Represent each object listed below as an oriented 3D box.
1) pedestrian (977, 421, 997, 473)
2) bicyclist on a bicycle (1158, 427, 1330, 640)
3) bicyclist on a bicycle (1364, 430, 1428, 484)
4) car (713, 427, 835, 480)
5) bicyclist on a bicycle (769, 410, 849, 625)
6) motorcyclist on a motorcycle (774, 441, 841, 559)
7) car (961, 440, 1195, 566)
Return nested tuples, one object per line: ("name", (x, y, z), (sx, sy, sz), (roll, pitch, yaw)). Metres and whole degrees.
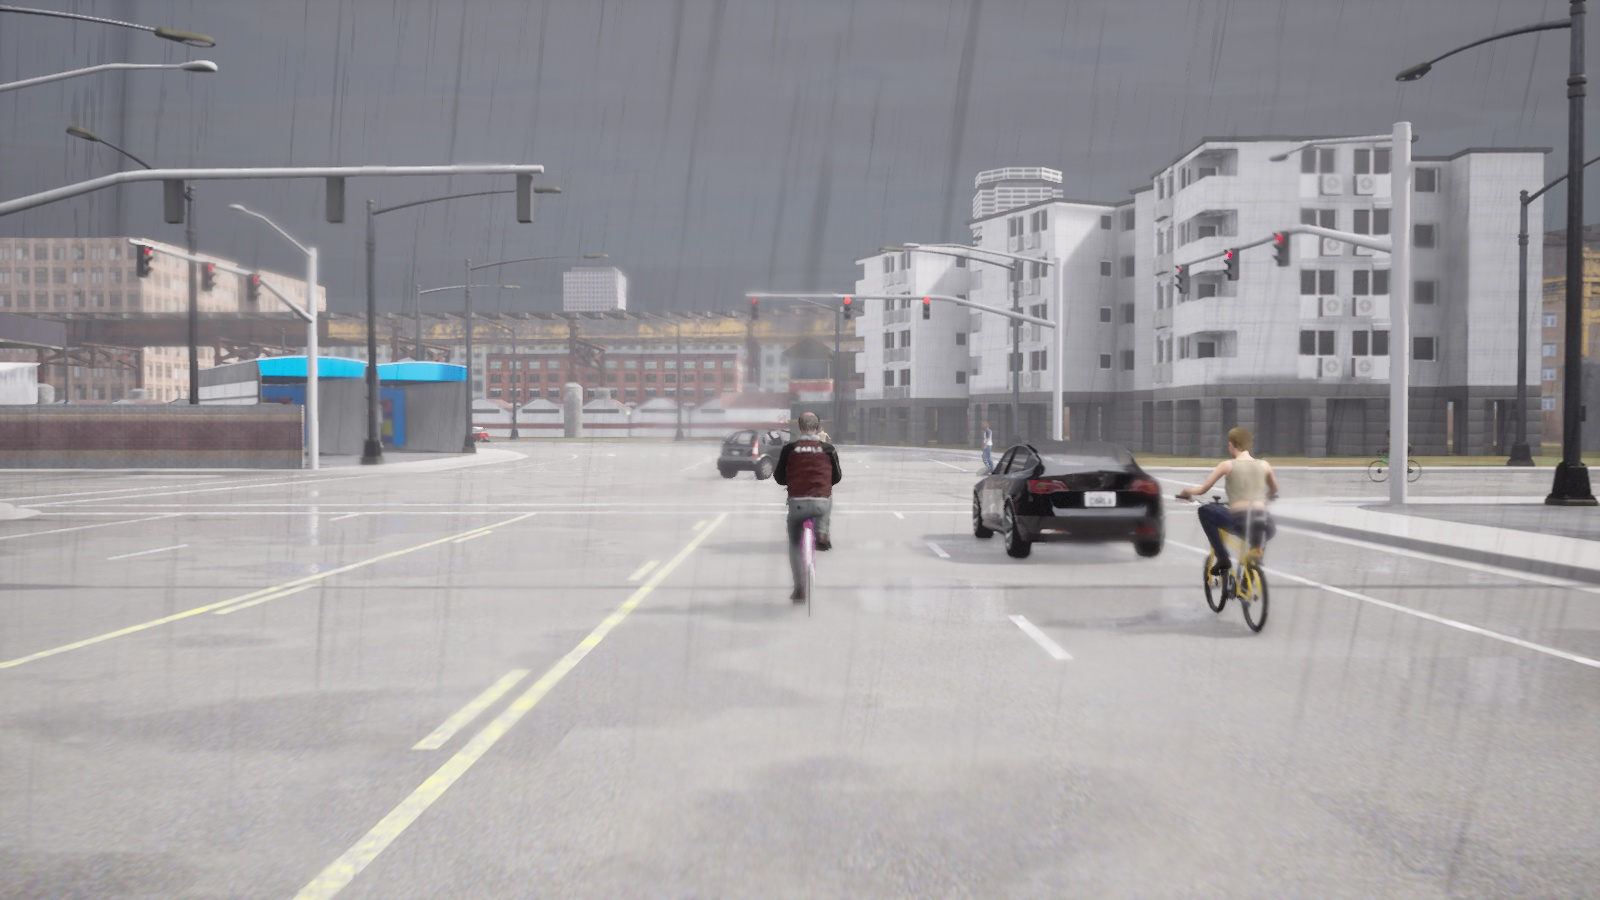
("pedestrian", (6.693, -0.106, 44.884), (0.706, 1.836, 0.354), (0, 1, 9))
("bicyclist on a bicycle", (3.570, 0.620, 10.248), (0.866, 1.612, 1.509), (0, 1, 1))
("bicyclist on a bicycle", (18.080, 0.217, 38.090), (1.656, 1.620, 0.582), (0, 1, -1))
("car", (-0.792, 0.063, 40.937), (1.851, 1.617, 3.988), (1, 2, 38))
("bicyclist on a bicycle", (0.080, 0.543, 11.291), (0.659, 1.776, 1.843), (0, 1, 0))
("motorcyclist on a motorcycle", (0.110, 0.644, 17.430), (0.866, 1.530, 2.191), (0, 1, 0))
("car", (3.619, 0.615, 17.358), (2.163, 1.488, 4.792), (0, 1, 0))
